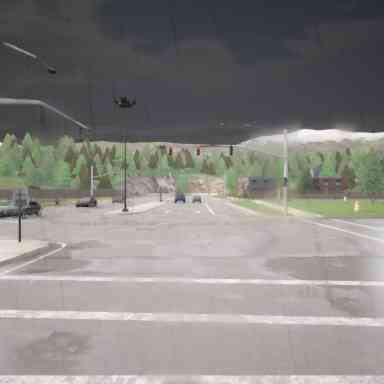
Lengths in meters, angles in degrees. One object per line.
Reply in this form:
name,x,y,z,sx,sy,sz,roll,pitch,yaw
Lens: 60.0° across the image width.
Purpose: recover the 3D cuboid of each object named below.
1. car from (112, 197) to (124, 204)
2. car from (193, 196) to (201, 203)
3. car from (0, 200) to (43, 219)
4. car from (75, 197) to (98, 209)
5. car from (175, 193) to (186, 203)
car,-14.124,1.590,64.777,2.033,1.411,5.357,0,0,1
car,1.043,1.546,69.931,2.033,1.411,5.357,0,0,1
car,-14.758,1.507,28.899,1.837,1.490,4.892,0,-1,1
car,-14.497,1.477,45.911,1.882,1.535,5.008,0,0,1
car,-2.469,1.223,70.442,2.150,2.045,5.566,0,0,1
